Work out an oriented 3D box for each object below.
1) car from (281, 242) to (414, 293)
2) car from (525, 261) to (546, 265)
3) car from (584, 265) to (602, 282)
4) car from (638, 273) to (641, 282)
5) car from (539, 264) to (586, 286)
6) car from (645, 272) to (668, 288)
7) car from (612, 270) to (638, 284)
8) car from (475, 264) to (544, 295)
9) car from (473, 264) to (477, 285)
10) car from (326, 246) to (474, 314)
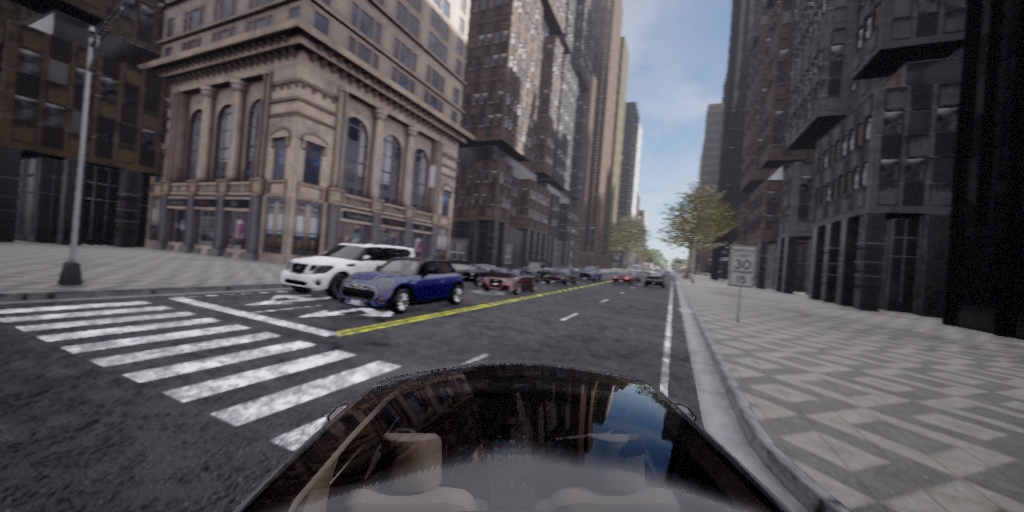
[{"bbox_3d":[-6.112,0.473,14.509,2.150,2.045,5.566,5,0,24],"label":"car"},{"bbox_3d":[1.971,1.272,32.511,2.097,1.767,4.553,5,0,24],"label":"car"},{"bbox_3d":[8.446,1.805,38.937,2.097,1.767,4.553,5,0,25],"label":"car"},{"bbox_3d":[16.287,2.658,48.372,1.994,1.385,4.181,5,0,24],"label":"car"},{"bbox_3d":[4.232,1.652,29.685,2.033,1.411,5.357,5,0,24],"label":"car"},{"bbox_3d":[15.060,2.498,37.615,1.837,1.490,4.892,5,0,25],"label":"car"},{"bbox_3d":[12.349,2.372,39.495,1.895,1.301,4.718,5,0,25],"label":"car"},{"bbox_3d":[-0.033,1.316,20.203,1.994,1.385,4.181,5,0,24],"label":"car"},{"bbox_3d":[-2.140,1.182,23.408,1.895,1.301,4.718,5,0,24],"label":"car"},{"bbox_3d":[-3.548,0.813,12.327,2.097,1.767,4.553,5,0,24],"label":"car"}]
